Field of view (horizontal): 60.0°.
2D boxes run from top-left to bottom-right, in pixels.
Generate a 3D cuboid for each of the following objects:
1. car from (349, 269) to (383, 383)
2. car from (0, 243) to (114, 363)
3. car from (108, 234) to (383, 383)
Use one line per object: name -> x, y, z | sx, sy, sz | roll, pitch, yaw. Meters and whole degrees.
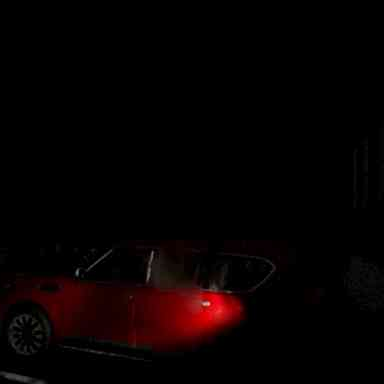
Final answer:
car -> 4.516, 1.924, 3.647 | 4.829, 1.417, 1.752 | 1, -3, 17
car -> -0.523, 1.586, 5.159 | 5.009, 1.841, 2.192 | 1, -3, 17
car -> 2.431, 1.436, 1.763 | 5.566, 2.045, 2.150 | 1, -4, 28
